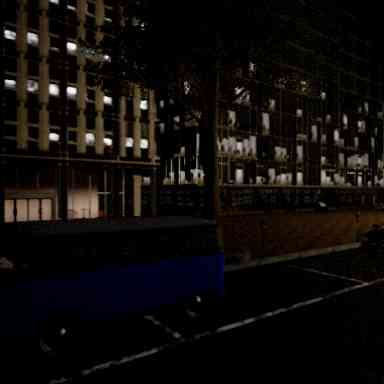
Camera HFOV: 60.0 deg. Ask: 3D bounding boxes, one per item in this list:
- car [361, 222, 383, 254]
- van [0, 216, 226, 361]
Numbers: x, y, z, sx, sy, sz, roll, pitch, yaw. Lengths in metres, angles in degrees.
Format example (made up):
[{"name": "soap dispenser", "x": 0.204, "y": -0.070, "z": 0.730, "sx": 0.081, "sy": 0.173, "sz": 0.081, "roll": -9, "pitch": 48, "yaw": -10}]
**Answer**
[{"name": "car", "x": 7.945, "y": 1.563, "z": 12.234, "sx": 4.403, "sy": 1.369, "sz": 2.008, "roll": 0, "pitch": 0, "yaw": -36}, {"name": "van", "x": -1.281, "y": 1.343, "z": 5.649, "sx": 3.998, "sy": 1.788, "sz": 1.690, "roll": 0, "pitch": 0, "yaw": -36}]
